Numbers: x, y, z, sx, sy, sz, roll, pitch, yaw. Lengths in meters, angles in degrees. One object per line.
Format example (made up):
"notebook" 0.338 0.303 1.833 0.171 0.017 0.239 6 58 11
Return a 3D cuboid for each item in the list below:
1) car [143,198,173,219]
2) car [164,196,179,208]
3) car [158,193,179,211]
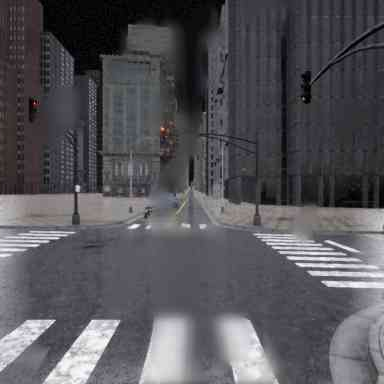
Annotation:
"car" -3.107 1.546 29.850 2.033 1.411 5.357 0 0 0
"car" -3.100 1.475 50.548 1.882 1.535 5.008 0 0 0
"car" -3.107 1.219 40.102 2.150 2.045 5.566 0 0 0
